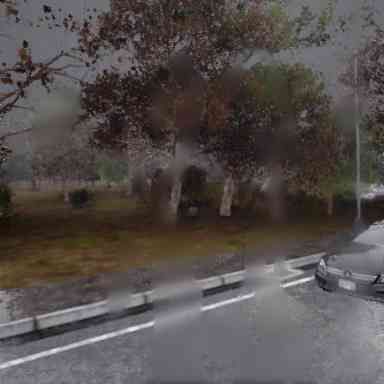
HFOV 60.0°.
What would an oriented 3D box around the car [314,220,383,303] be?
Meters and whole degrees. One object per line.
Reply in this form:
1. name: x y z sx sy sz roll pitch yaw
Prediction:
1. car: 4.673 1.354 7.316 4.674 1.442 1.812 -2 1 -35
